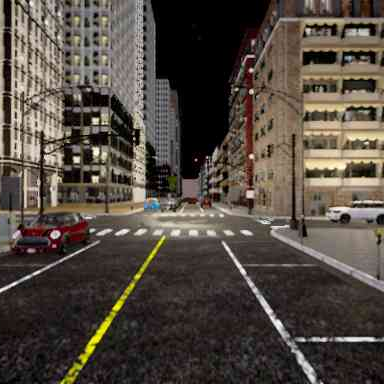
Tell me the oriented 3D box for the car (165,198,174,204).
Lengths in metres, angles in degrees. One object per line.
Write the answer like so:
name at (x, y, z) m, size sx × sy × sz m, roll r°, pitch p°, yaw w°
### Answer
car at (-5.720, 2.309, 85.120) m, size 1.967 × 1.590 × 4.097 m, roll 0°, pitch -1°, yaw 0°

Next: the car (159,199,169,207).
car at (-5.714, 2.217, 68.298) m, size 1.752 × 1.417 × 4.829 m, roll 0°, pitch -1°, yaw 0°

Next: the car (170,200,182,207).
car at (-3.056, 2.218, 64.661) m, size 1.994 × 1.385 × 4.181 m, roll 0°, pitch -1°, yaw 1°

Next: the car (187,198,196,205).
car at (-0.022, 2.236, 75.345) m, size 1.882 × 1.535 × 5.008 m, roll 0°, pitch -1°, yaw 0°

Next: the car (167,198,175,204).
car at (-5.722, 2.452, 90.500) m, size 1.752 × 1.417 × 4.829 m, roll 0°, pitch -1°, yaw 0°

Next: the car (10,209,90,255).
car at (-5.696, 1.577, 13.793) m, size 1.967 × 1.590 × 4.097 m, roll 0°, pitch -1°, yaw 0°

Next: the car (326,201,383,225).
car at (15.276, 1.844, 30.460) m, size 5.566 × 2.045 × 2.150 m, roll 1°, pitch 0°, yaw -2°

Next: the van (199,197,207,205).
van at (2.662, 2.151, 79.575) m, size 1.690 × 1.788 × 3.998 m, roll 0°, pitch -1°, yaw 0°

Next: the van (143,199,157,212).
van at (-5.707, 1.804, 46.267) m, size 1.690 × 1.788 × 3.998 m, roll 0°, pitch -1°, yaw 0°

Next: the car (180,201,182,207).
car at (-3.107, 2.041, 54.655) m, size 2.128 × 1.511 × 4.902 m, roll 0°, pitch -1°, yaw 0°

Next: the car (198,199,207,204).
car at (2.661, 2.420, 85.123) m, size 2.008 × 1.369 × 4.403 m, roll 0°, pitch -1°, yaw 0°

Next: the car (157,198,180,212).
car at (-3.113, 1.943, 45.196) m, size 2.128 × 1.511 × 4.902 m, roll 0°, pitch -1°, yaw 0°

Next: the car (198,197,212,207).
car at (2.668, 1.950, 62.923) m, size 2.192 × 1.841 × 5.009 m, roll 0°, pitch -1°, yaw 0°

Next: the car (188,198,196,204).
car at (-0.027, 2.321, 85.797) m, size 1.895 × 1.301 × 4.718 m, roll 0°, pitch -1°, yaw 0°

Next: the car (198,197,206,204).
car at (2.658, 2.244, 90.676) m, size 2.192 × 1.841 × 5.009 m, roll 0°, pitch -1°, yaw 0°
